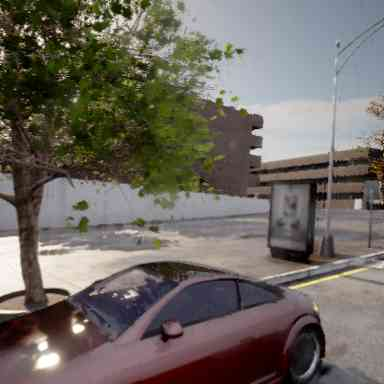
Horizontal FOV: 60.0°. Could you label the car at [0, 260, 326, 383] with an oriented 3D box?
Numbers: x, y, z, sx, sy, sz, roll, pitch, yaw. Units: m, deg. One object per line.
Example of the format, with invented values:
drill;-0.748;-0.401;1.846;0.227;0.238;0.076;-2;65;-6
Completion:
car;-0.355;1.568;3.805;4.181;1.385;1.994;0;0;-36
